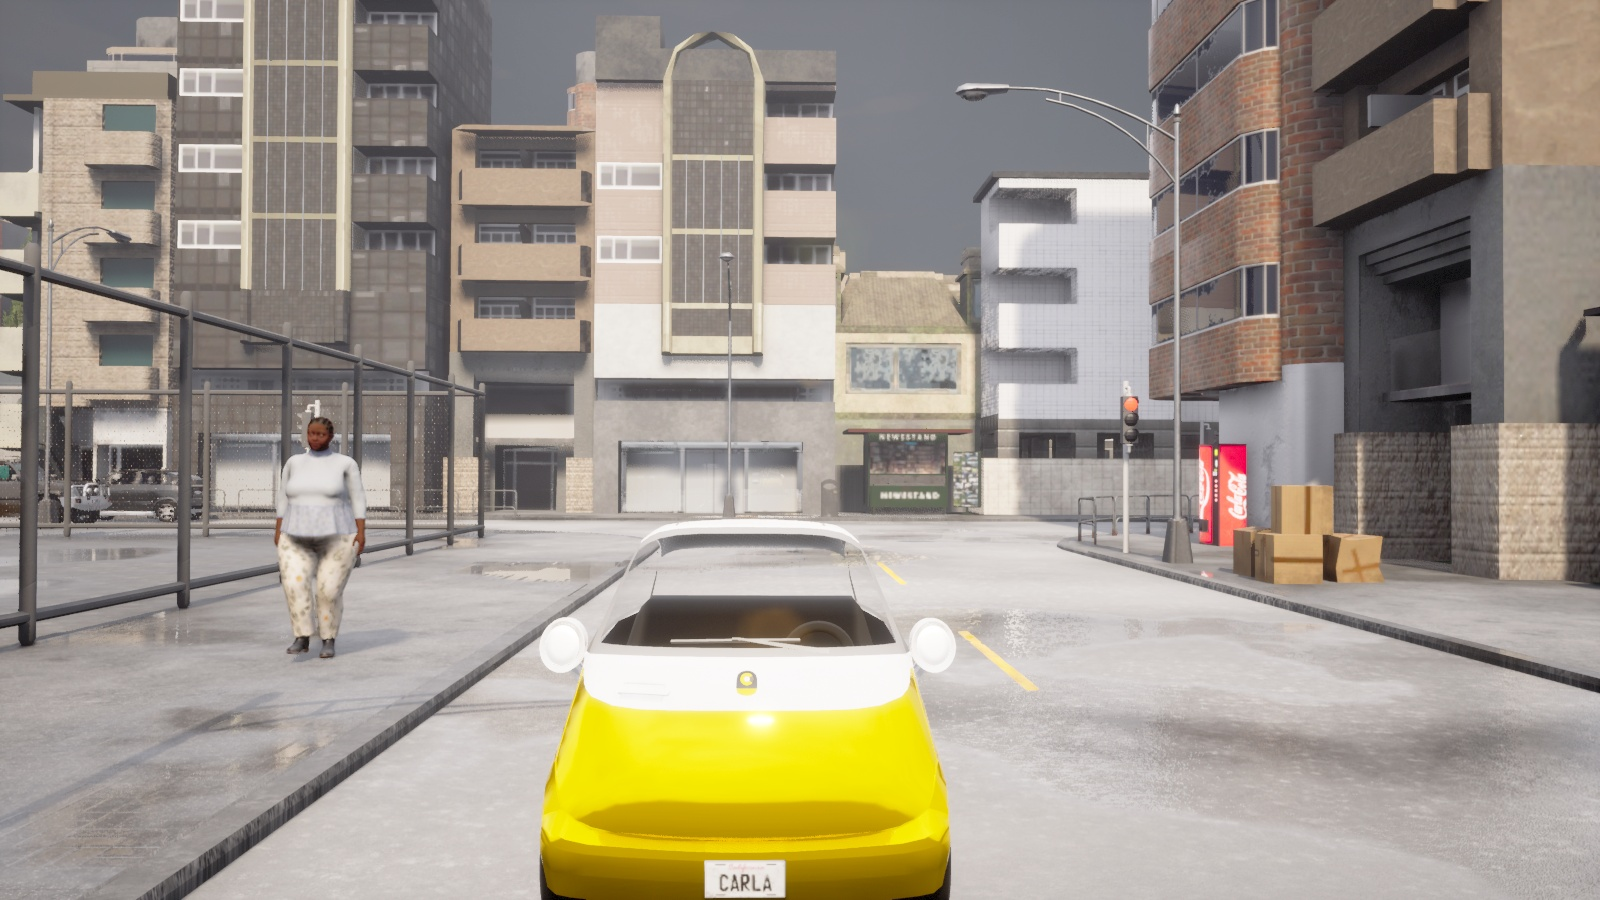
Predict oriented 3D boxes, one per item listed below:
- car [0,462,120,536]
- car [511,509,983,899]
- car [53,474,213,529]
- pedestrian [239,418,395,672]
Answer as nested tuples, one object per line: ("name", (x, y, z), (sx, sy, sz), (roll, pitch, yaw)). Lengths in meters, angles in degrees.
("car", (-20.481, 1.259, 32.573), (4.605, 1.855, 1.932), (0, -1, -1))
("car", (-0.190, 0.955, 5.061), (1.481, 1.376, 2.207), (0, -1, -1))
("car", (-19.380, 1.486, 36.598), (3.705, 1.549, 1.789), (0, -1, -2))
("pedestrian", (-3.686, 0.701, 9.660), (0.874, 1.855, 0.900), (0, -1, -3))
